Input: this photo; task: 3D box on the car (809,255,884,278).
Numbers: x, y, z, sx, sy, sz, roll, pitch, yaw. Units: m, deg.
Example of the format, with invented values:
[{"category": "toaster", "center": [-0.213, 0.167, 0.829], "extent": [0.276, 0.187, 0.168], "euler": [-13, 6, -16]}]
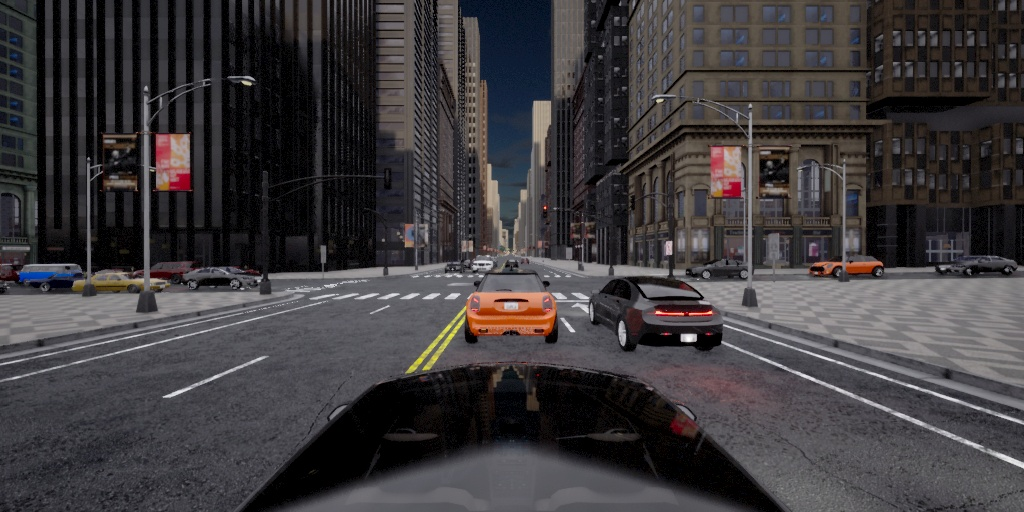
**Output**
[{"category": "car", "center": [25.949, 0.719, 27.946], "extent": [4.553, 1.767, 2.097], "euler": [-1, 0, 0]}]

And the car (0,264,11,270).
[{"category": "car", "center": [-44.394, 1.621, 30.583], "extent": [5.009, 1.841, 2.192], "euler": [0, 0, 0]}]

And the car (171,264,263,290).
[{"category": "car", "center": [-19.841, 1.490, 24.677], "extent": [4.902, 1.511, 2.128], "euler": [-1, 0, 1]}]

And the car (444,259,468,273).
[{"category": "car", "center": [-6.703, 1.295, 42.409], "extent": [1.994, 1.385, 4.181], "euler": [0, 0, 0]}]

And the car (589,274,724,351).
[{"category": "car", "center": [3.234, 1.254, 8.998], "extent": [1.837, 1.490, 4.892], "euler": [0, 0, 0]}]

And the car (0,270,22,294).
[{"category": "car", "center": [-33.825, 1.751, 22.035], "extent": [4.403, 1.370, 2.007], "euler": [0, 0, 0]}]

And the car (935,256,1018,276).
[{"category": "car", "center": [36.085, 0.723, 27.949], "extent": [4.902, 1.511, 2.128], "euler": [-1, 0, 0]}]

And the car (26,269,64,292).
[{"category": "car", "center": [-29.677, 1.733, 24.701], "extent": [4.718, 1.301, 1.895], "euler": [-1, 0, 0]}]

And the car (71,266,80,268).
[{"category": "car", "center": [-34.220, 1.751, 30.574], "extent": [4.207, 1.307, 1.802], "euler": [0, 0, 0]}]

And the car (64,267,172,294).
[{"category": "car", "center": [-23.884, 1.592, 22.038], "extent": [4.829, 1.417, 1.751], "euler": [0, 0, 0]}]

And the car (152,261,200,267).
[{"category": "car", "center": [-29.133, 1.414, 30.570], "extent": [5.009, 1.841, 2.192], "euler": [0, 0, 0]}]

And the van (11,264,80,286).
[{"category": "van", "center": [-39.307, 1.578, 30.578], "extent": [3.998, 1.789, 1.690], "euler": [0, 0, 0]}]

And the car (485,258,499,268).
[{"category": "car", "center": [-3.473, 1.200, 63.491], "extent": [2.128, 1.511, 4.902], "euler": [0, 0, 0]}]

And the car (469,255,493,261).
[{"category": "car", "center": [-3.456, 0.951, 43.252], "extent": [2.150, 2.045, 5.566], "euler": [0, 0, 0]}]

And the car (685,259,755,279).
[{"category": "car", "center": [16.121, 1.003, 27.941], "extent": [4.892, 1.490, 1.837], "euler": [-1, 0, 0]}]

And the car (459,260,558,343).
[{"category": "car", "center": [-0.008, 1.101, 9.858], "extent": [2.097, 1.767, 4.553], "euler": [0, 0, 0]}]
